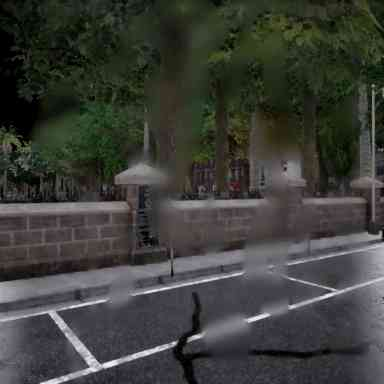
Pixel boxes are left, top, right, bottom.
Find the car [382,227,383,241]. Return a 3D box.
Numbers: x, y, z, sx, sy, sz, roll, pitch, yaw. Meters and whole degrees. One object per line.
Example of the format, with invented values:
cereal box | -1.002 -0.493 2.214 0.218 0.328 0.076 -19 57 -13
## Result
car | 9.754 1.310 13.498 5.009 1.841 2.192 0 0 -36
